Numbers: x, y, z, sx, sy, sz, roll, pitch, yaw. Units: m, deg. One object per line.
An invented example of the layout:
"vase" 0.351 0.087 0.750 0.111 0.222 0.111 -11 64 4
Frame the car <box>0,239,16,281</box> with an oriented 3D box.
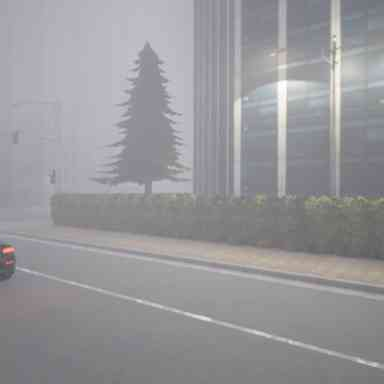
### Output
"car" -6.227 1.480 8.389 4.674 1.442 1.812 0 0 36
